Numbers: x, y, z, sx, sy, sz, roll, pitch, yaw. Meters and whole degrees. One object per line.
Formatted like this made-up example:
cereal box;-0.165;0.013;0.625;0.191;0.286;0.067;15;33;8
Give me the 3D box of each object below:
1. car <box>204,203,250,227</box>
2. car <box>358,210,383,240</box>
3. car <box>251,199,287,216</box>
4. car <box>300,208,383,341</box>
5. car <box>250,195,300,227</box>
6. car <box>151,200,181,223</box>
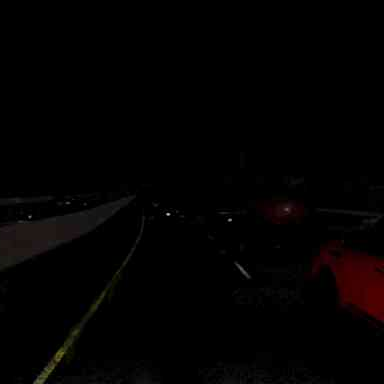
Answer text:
car;2.011;1.486;22.538;2.128;1.511;4.902;0;0;-7
car;9.837;1.585;15.133;1.895;1.301;4.718;0;0;-5
car;7.631;1.491;33.431;1.837;1.490;4.892;0;0;-8
car;3.461;1.216;4.165;2.150;2.045;5.566;0;0;-2
car;5.508;1.211;22.908;2.150;2.045;5.566;0;0;-7
car;-1.950;1.565;25.815;1.994;1.385;4.181;0;0;-7
